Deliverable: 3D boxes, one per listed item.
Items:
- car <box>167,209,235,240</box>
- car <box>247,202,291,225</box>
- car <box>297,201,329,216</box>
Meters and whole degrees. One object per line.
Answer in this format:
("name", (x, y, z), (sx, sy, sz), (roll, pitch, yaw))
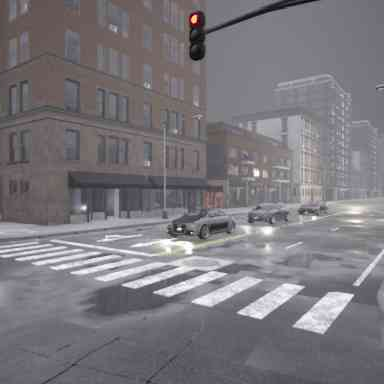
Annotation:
("car", (0.570, 1.580, 17.378), (1.994, 1.385, 4.181), (0, 0, 36))
("car", (5.748, 1.522, 24.535), (1.837, 1.490, 4.892), (0, 0, 36))
("car", (12.406, 1.573, 33.729), (2.033, 1.411, 5.357), (0, 0, 36))
